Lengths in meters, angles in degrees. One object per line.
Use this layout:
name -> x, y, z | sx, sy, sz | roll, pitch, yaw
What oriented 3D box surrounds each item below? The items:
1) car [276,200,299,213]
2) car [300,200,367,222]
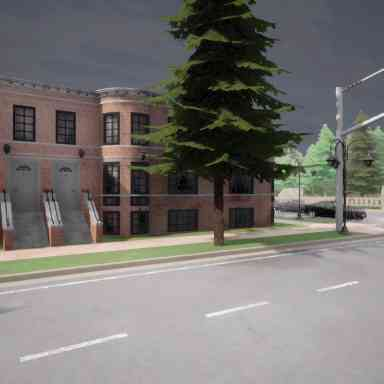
car -> 11.081, 1.547, 34.352 | 2.033, 1.411, 5.357 | 0, 0, -30
car -> 11.431, 1.478, 26.760 | 1.882, 1.535, 5.008 | 0, 0, -30
